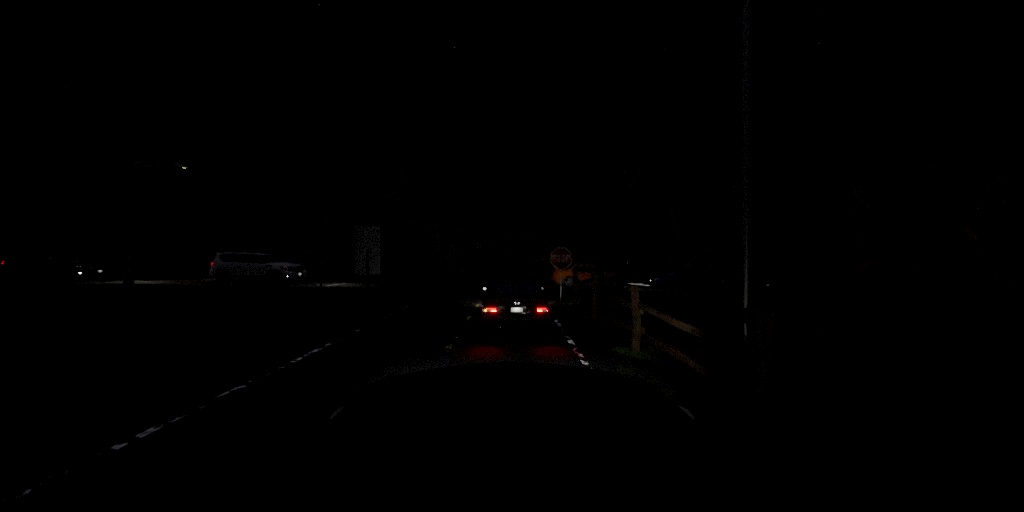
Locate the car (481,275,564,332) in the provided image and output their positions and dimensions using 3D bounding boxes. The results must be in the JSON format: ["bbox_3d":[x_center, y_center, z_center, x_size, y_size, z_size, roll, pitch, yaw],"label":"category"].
[{"bbox_3d":[0.060,1.297,10.844,2.033,1.411,5.357,0,0,-1],"label":"car"}]

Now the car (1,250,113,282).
[{"bbox_3d":[-30.259,0.619,23.947,5.566,2.045,2.150,1,0,0],"label":"car"}]

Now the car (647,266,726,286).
[{"bbox_3d":[12.920,1.458,26.509,5.357,1.411,2.033,1,0,0],"label":"car"}]

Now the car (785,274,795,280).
[{"bbox_3d":[22.704,1.528,26.419,4.892,1.490,1.837,0,0,0],"label":"car"}]

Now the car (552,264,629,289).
[{"bbox_3d":[5.110,1.301,23.637,5.008,1.535,1.882,1,0,1],"label":"car"}]

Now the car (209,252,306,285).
[{"bbox_3d":[-16.811,0.784,23.816,5.566,2.045,2.150,1,0,1],"label":"car"}]
